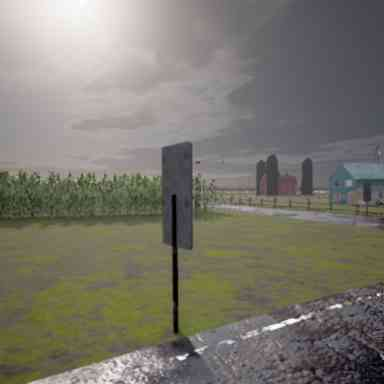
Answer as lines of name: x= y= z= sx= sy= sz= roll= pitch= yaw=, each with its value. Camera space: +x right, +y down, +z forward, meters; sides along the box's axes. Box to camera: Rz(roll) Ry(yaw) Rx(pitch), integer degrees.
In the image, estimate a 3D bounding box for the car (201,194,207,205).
car: x=1.049 y=1.278 z=61.035 sx=2.150 sy=2.045 sz=5.566 roll=-1 pitch=0 yaw=-17
